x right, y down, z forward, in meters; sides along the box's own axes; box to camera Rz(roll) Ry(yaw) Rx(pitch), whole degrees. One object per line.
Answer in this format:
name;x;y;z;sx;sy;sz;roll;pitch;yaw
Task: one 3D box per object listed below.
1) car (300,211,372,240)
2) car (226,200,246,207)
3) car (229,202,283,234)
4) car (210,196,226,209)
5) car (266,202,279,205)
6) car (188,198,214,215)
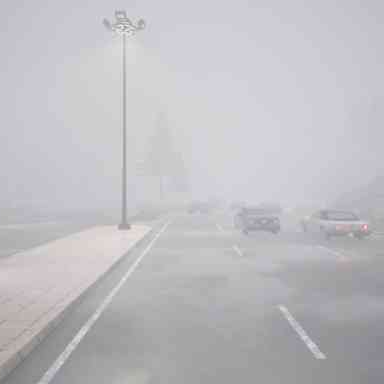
car;7.097;1.601;17.044;1.895;1.301;4.718;0;0;0
car;5.682;1.601;40.061;1.895;1.301;4.718;0;0;15
car;3.598;1.547;19.129;2.033;1.411;5.357;0;0;0
car;3.301;1.352;44.441;2.097;1.767;4.553;0;0;16
car;7.665;1.601;32.913;1.895;1.301;4.718;0;0;6
car;0.875;1.601;34.431;1.895;1.301;4.718;0;0;9
